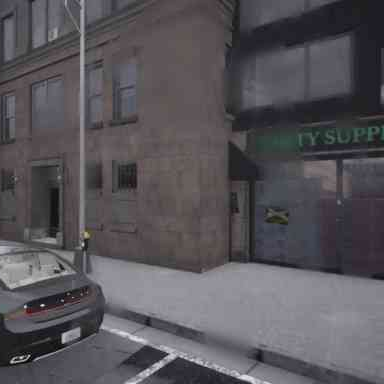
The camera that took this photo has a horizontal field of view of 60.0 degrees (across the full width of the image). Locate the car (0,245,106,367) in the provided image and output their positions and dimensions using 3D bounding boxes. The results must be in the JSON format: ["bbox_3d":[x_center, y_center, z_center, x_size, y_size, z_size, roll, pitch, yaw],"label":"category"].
[{"bbox_3d":[-3.282,1.551,5.416,4.403,1.369,2.008,0,0,35],"label":"car"}]
